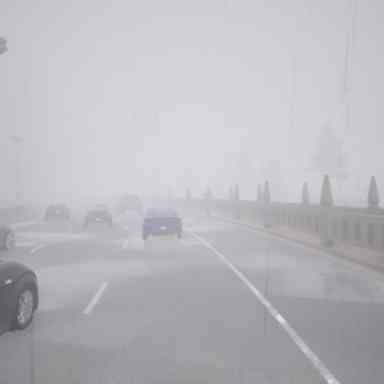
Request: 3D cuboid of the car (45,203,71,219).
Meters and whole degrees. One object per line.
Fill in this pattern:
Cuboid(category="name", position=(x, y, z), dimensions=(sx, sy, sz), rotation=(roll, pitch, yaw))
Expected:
Cuboid(category="car", position=(-12.193, 1.678, 30.391), dimensions=(1.994, 1.385, 4.181), rotation=(0, 0, -18))

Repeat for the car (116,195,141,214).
Cuboid(category="car", position=(-7.000, 1.318, 36.744), dimensions=(2.150, 2.045, 5.566), rotation=(0, 0, -20))

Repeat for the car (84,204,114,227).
Cuboid(category="car", position=(-6.576, 1.589, 23.572), dimensions=(1.812, 1.442, 4.674), rotation=(0, 0, -14))

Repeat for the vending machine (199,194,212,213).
Cuboid(category="vending machine", position=(1.488, 1.236, 36.669), dimensions=(1.100, 2.100, 0.880), rotation=(0, 0, -19))

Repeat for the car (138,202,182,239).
Cuboid(category="car", position=(-1.714, 1.504, 17.580), dimensions=(1.882, 1.535, 5.008), rotation=(0, 0, -10))

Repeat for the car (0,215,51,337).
Cuboid(category="car", position=(-3.698, 1.370, 4.007), dimensions=(2.097, 1.767, 4.553), rotation=(0, 0, -2))
